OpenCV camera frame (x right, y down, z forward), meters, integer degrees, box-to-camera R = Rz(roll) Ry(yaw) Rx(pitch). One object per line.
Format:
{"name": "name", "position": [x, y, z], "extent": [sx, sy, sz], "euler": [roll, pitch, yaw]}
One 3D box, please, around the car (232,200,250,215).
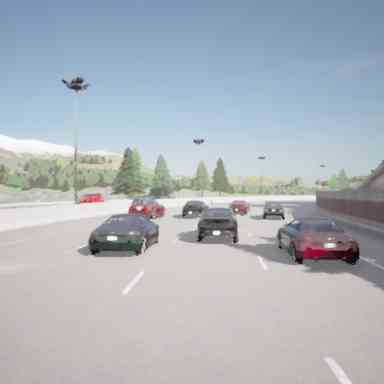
{"name": "car", "position": [4.903, 1.551, 34.287], "extent": [1.812, 1.442, 4.674], "euler": [0, 0, 15]}

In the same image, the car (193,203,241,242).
{"name": "car", "position": [1.356, 1.514, 16.702], "extent": [1.837, 1.490, 4.892], "euler": [0, 0, 7]}

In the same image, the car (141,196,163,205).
{"name": "car", "position": [-7.483, 1.504, 62.428], "extent": [1.837, 1.490, 4.892], "euler": [0, 0, 24]}

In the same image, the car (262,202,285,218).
{"name": "car", "position": [7.335, 1.578, 29.885], "extent": [2.033, 1.411, 5.357], "euler": [0, 0, 14]}

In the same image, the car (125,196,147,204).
{"name": "car", "position": [-10.676, 1.518, 63.890], "extent": [1.812, 1.442, 4.674], "euler": [0, 0, 24]}

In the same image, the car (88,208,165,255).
{"name": "car", "position": [-2.553, 1.561, 13.430], "extent": [1.994, 1.385, 4.181], "euler": [0, 0, 6]}

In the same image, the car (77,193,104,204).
{"name": "car", "position": [-17.392, 1.188, 56.729], "extent": [2.150, 2.045, 5.566], "euler": [0, 0, 21]}

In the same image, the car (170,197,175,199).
{"name": "car", "position": [-4.447, 1.554, 60.670], "extent": [2.033, 1.411, 5.357], "euler": [0, 0, 24]}

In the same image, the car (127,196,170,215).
{"name": "car", "position": [-3.738, 1.350, 28.237], "extent": [2.097, 1.767, 4.553], "euler": [0, 0, 12]}

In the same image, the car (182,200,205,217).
{"name": "car", "position": [0.406, 1.516, 30.798], "extent": [1.837, 1.490, 4.892], "euler": [0, 0, 13]}

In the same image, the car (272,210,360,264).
{"name": "car", "position": [4.335, 1.580, 12.002], "extent": [1.994, 1.385, 4.181], "euler": [0, 0, 5]}
